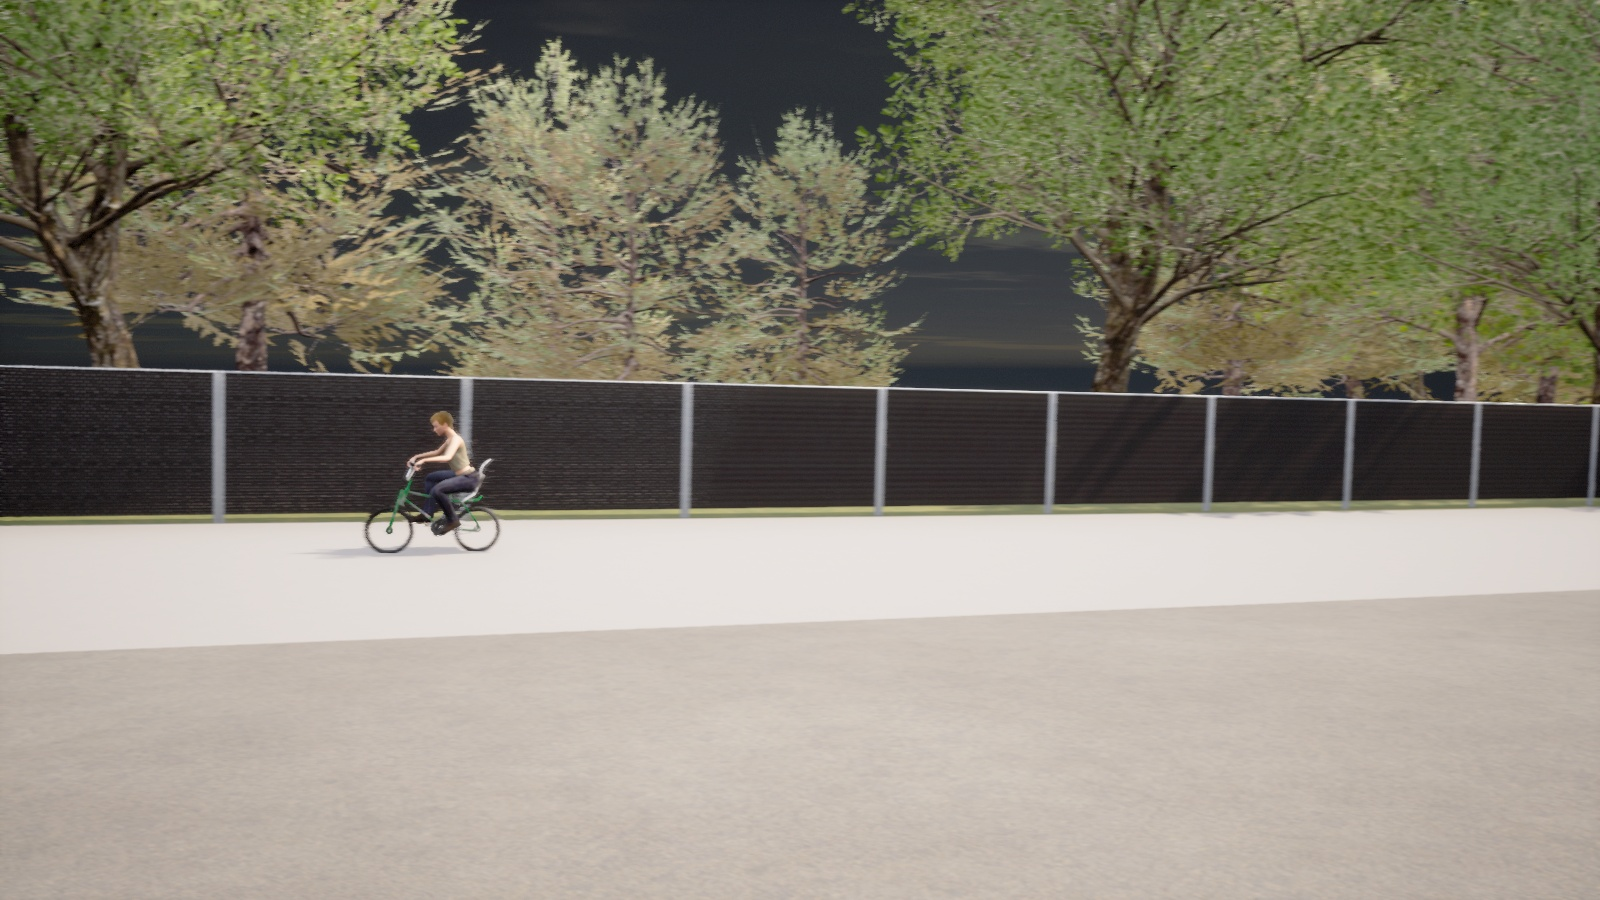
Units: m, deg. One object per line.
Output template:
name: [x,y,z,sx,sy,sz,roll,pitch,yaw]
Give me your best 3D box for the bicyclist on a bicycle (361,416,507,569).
bicyclist on a bicycle: [-4.124,0.441,14.133,1.509,1.612,0.866,-1,3,-21]
